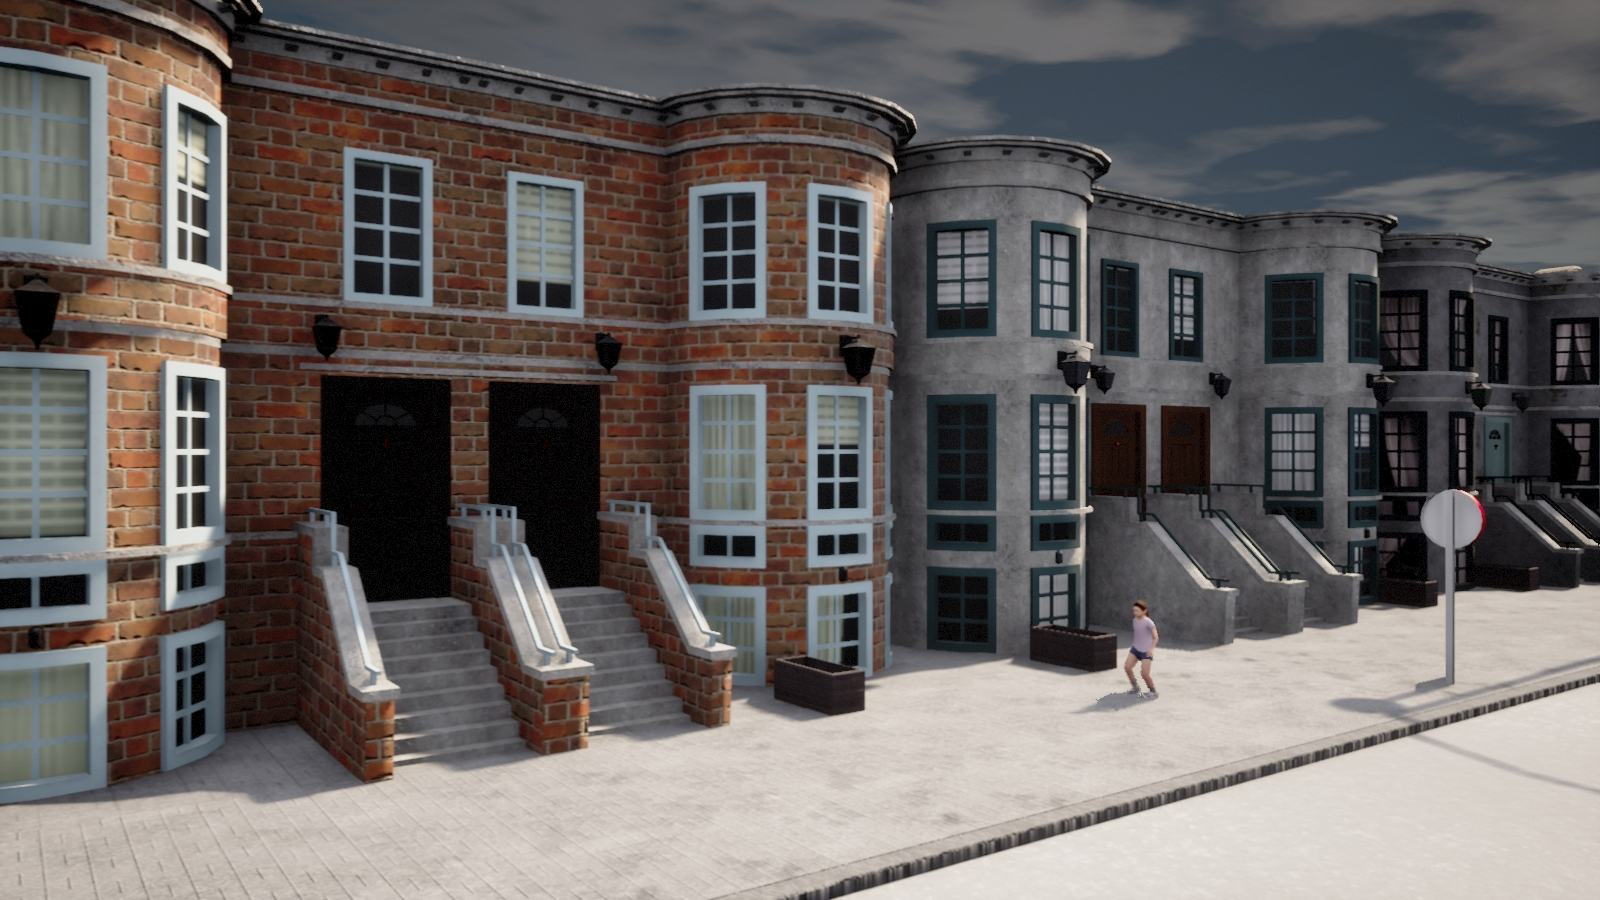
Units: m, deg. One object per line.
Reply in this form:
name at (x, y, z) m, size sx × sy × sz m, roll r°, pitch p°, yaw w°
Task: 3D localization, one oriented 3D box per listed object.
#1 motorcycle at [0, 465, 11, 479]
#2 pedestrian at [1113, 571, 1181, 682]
motorcycle at (-72.408, 1.963, 103.280) m, size 1.805 × 1.236 × 0.856 m, roll 0°, pitch 0°, yaw -35°
pedestrian at (3.779, 1.911, 12.453) m, size 0.500 × 1.100 × 0.500 m, roll 0°, pitch 0°, yaw -31°
